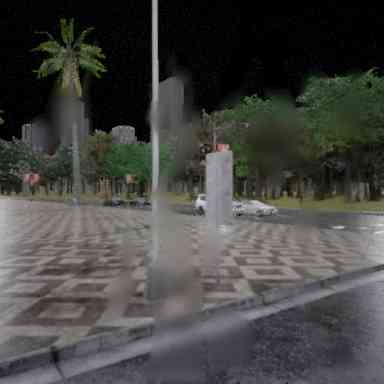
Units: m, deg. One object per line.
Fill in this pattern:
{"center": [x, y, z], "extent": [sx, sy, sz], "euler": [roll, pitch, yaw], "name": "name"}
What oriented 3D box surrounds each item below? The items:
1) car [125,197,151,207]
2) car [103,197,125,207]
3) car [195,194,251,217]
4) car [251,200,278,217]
{"center": [-8.058, 1.526, 51.151], "extent": [1.994, 1.385, 4.181], "euler": [0, 0, -38], "name": "car"}
{"center": [-11.800, 1.519, 50.711], "extent": [2.033, 1.411, 5.357], "euler": [0, 0, -38], "name": "car"}
{"center": [2.541, 1.229, 31.193], "extent": [2.150, 2.045, 5.566], "euler": [0, 0, -35], "name": "car"}
{"center": [6.015, 1.520, 31.906], "extent": [1.812, 1.442, 4.674], "euler": [0, 0, -35], "name": "car"}
